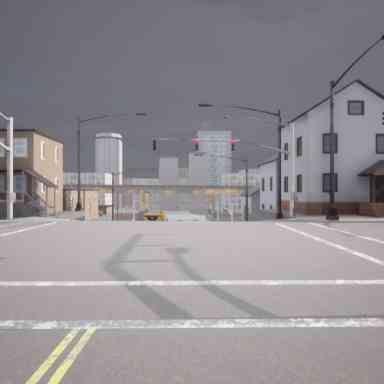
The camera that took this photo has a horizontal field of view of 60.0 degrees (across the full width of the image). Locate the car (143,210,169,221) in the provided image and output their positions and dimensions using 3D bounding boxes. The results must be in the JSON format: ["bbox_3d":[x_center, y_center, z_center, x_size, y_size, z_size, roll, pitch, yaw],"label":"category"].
[{"bbox_3d":[-3.673,2.534,33.465,1.882,1.535,5.008,0,-9,1],"label":"car"}]

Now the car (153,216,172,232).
[{"bbox_3d":[-3.781,4.233,43.688,2.128,1.511,4.902,0,-13,-1],"label":"car"}]
